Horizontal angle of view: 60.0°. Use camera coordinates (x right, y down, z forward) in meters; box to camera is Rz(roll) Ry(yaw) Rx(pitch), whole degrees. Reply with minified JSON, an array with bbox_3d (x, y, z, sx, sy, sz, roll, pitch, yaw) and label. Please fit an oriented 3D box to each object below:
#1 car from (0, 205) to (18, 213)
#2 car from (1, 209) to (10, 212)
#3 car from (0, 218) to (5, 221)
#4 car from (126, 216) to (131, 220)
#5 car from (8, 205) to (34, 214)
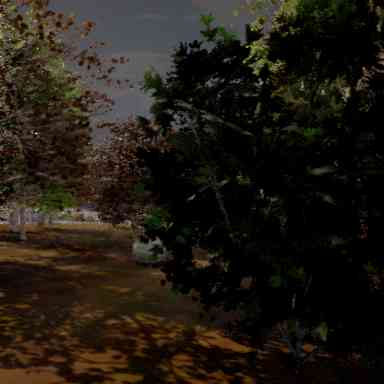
[{"bbox_3d":[-45.846,4.198,82.346,2.002,1.452,4.674,0,1,19],"label":"car"},{"bbox_3d":[-34.442,4.200,56.565,5.566,2.045,2.435,0,0,17],"label":"car"},{"bbox_3d":[-24.590,4.404,41.453,5.566,2.045,2.435,1,1,17],"label":"car"},{"bbox_3d":[-10.684,3.432,49.353,2.150,2.045,5.566,1,-4,23],"label":"car"},{"bbox_3d":[-38.801,4.012,76.685,2.435,2.045,5.566,1,1,19],"label":"car"}]
